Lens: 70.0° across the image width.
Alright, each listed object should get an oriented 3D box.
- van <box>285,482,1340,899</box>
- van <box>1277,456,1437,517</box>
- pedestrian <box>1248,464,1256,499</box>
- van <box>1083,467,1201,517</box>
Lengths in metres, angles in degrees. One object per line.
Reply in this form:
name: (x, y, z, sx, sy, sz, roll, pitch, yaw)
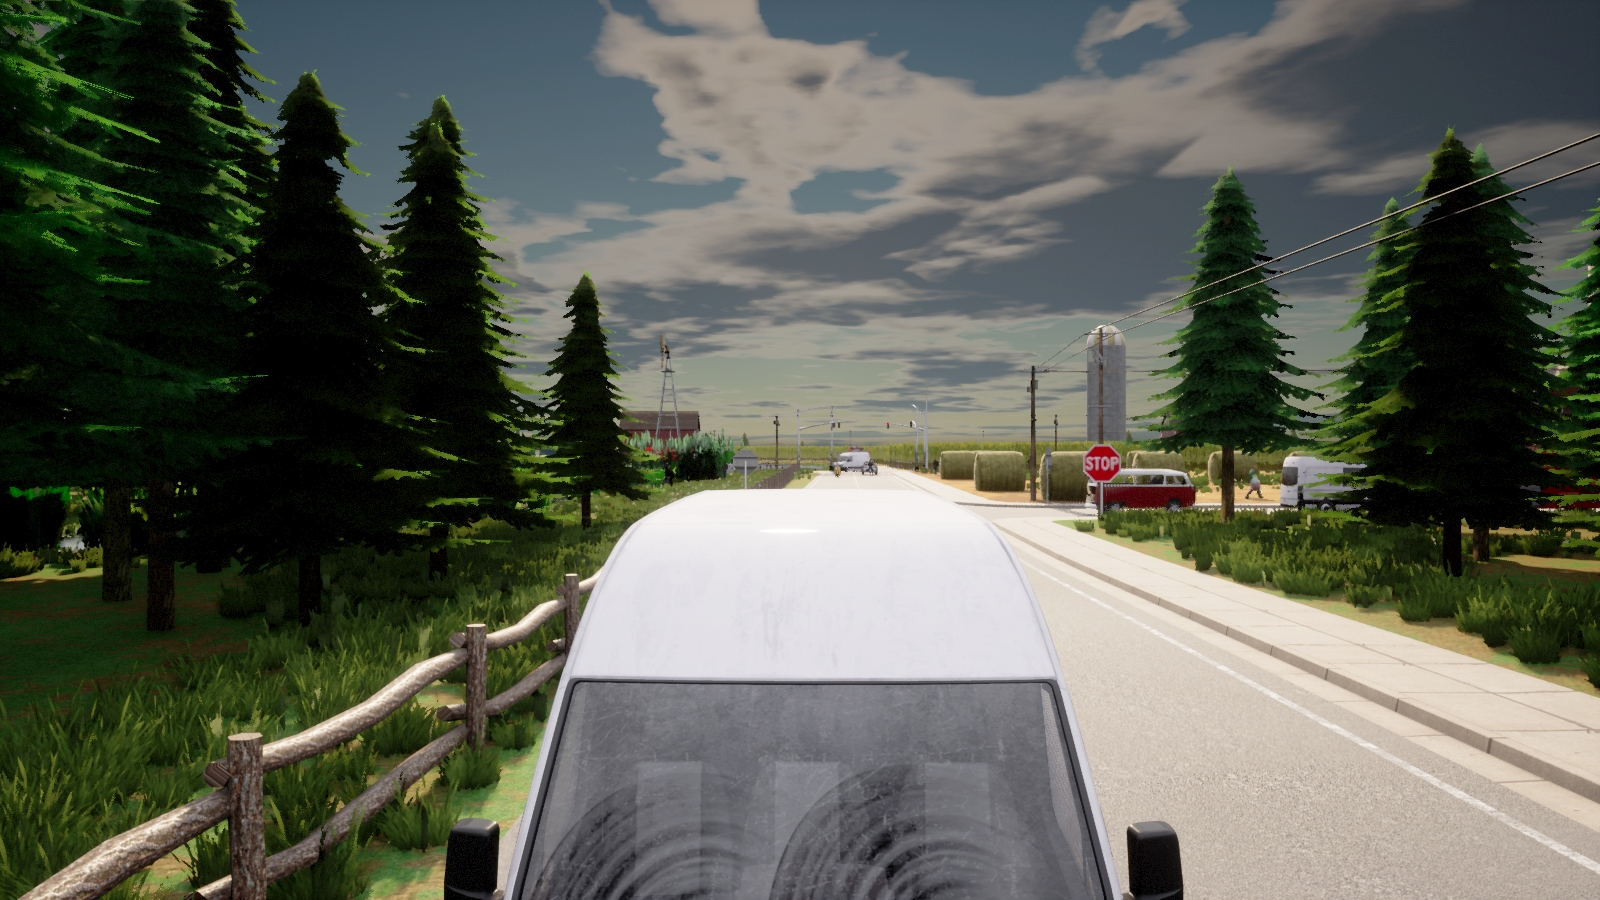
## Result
van: (0.056, 1.508, 5.110, 1.988, 2.561, 5.915, 0, 0, 1)
van: (23.869, 1.534, 49.092, 5.915, 2.561, 1.988, 0, 0, -1)
pedestrian: (24.417, 1.682, 61.689, 0.375, 1.860, 0.375, 0, 0, 21)
van: (14.619, 1.782, 49.029, 4.480, 2.038, 2.069, 0, 0, 0)
